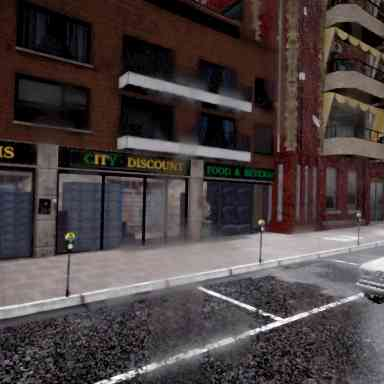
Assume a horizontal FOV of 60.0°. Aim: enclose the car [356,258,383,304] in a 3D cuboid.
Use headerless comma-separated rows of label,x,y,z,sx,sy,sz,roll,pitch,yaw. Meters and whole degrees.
car,5.479,1.608,6.972,4.718,1.301,1.895,0,0,-35
